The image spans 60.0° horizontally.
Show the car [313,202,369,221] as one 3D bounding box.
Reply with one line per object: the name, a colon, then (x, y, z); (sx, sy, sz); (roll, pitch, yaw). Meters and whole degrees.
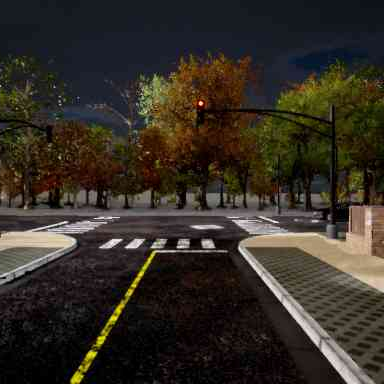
car: (12.148, 1.556, 26.402); (4.892, 1.490, 1.837); (0, 0, 0)
